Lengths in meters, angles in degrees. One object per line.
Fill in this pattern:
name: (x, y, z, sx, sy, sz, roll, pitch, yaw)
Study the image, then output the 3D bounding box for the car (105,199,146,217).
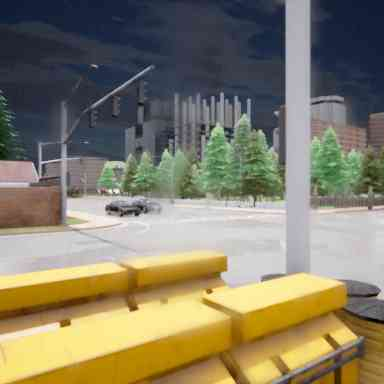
car: (-6.654, 1.539, 31.563, 2.033, 1.411, 5.357, 0, 0, -33)

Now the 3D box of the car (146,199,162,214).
car: (-4.933, 1.480, 35.307, 2.128, 1.511, 4.902, 0, 0, -33)
